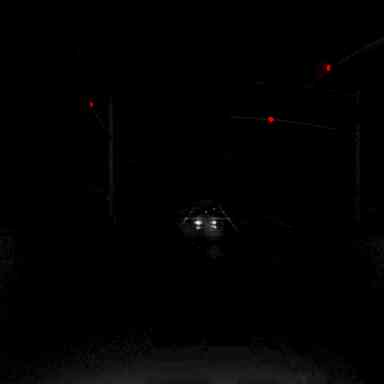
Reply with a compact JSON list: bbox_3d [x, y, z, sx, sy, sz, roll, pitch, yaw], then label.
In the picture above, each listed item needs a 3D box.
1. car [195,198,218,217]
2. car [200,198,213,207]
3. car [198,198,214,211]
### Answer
[{"bbox_3d":[1.349,1.491,31.492,1.812,1.442,4.674,0,0,3],"label":"car"},{"bbox_3d":[2.265,1.566,50.784,1.895,1.301,4.718,0,0,3],"label":"car"},{"bbox_3d":[1.776,1.470,40.647,1.837,1.490,4.892,0,0,3],"label":"car"}]
